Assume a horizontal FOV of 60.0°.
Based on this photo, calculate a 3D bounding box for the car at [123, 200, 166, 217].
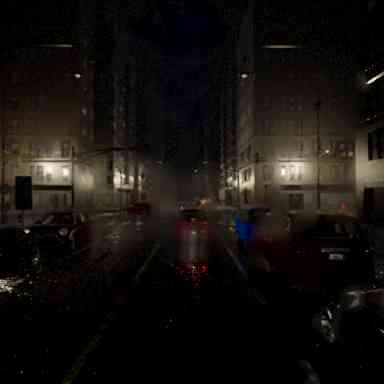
[{"bbox_3d":[-5.413,1.820,35.680,4.674,1.442,1.812,0,-2,38],"label":"car"}]

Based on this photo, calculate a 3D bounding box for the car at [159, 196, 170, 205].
[{"bbox_3d":[-6.203,2.043,69.521,1.967,1.590,4.097,0,-1,-1],"label":"car"}]

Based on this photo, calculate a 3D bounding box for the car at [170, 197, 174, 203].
[{"bbox_3d":[-6.578,2.090,86.483,2.192,1.841,5.009,0,-1,-1],"label":"car"}]

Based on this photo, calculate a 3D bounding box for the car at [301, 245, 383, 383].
[{"bbox_3d":[2.859,1.593,3.457,1.947,1.339,4.313,0,0,0],"label":"car"}]

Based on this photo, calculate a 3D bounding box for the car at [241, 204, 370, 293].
[{"bbox_3d":[2.859,1.387,8.983,2.192,1.841,5.009,0,0,0],"label":"car"}]

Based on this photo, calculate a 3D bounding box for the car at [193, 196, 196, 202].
[{"bbox_3d":[1.946,2.317,86.655,1.887,1.381,4.507,0,-1,-1],"label":"car"}]

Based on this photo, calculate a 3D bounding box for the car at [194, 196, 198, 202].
[{"bbox_3d":[2.071,2.290,81.002,1.802,1.307,4.206,0,-1,-1],"label":"car"}]

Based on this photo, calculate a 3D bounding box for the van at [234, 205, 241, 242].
[{"bbox_3d":[2.858,1.458,14.506,1.690,1.788,3.998,0,0,0],"label":"van"}]

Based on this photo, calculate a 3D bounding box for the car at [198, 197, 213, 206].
[{"bbox_3d":[2.569,1.936,58.394,1.967,1.590,4.097,0,-1,-1],"label":"car"}]

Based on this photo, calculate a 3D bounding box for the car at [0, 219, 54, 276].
[{"bbox_3d":[-5.667,1.643,8.974,1.947,1.339,4.313,0,0,0],"label":"car"}]

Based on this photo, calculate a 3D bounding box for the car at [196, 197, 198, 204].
[{"bbox_3d":[2.321,2.181,69.699,1.802,1.307,4.206,0,-1,-1],"label":"car"}]

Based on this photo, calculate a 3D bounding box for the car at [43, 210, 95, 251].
[{"bbox_3d":[-5.668,1.561,14.500,1.967,1.590,4.097,0,0,0],"label":"car"}]

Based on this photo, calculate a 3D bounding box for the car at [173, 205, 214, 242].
[{"bbox_3d":[0.088,1.643,17.180,1.837,1.490,4.892,0,-1,0],"label":"car"}]
